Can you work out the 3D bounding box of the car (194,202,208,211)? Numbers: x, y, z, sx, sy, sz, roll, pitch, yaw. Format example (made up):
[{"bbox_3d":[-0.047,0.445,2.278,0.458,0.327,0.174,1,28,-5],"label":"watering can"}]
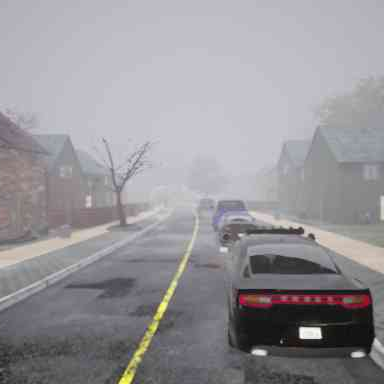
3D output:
[{"bbox_3d":[1.490,2.402,54.522,1.895,1.301,4.718,-1,-1,-3],"label":"car"}]

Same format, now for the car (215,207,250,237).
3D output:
[{"bbox_3d":[2.216,1.698,16.408,1.812,1.442,4.674,-1,-1,3],"label":"car"}]

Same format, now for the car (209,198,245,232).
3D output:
[{"bbox_3d":[2.471,1.480,22.475,2.150,2.045,5.566,-1,-1,2],"label":"car"}]

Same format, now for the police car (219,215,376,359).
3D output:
[{"bbox_3d":[1.580,1.477,6.475,1.930,1.638,5.238,-1,-1,4],"label":"police car"}]

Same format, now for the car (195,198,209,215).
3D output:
[{"bbox_3d":[1.834,1.818,43.308,2.150,2.045,5.566,-1,-1,-1],"label":"car"}]
